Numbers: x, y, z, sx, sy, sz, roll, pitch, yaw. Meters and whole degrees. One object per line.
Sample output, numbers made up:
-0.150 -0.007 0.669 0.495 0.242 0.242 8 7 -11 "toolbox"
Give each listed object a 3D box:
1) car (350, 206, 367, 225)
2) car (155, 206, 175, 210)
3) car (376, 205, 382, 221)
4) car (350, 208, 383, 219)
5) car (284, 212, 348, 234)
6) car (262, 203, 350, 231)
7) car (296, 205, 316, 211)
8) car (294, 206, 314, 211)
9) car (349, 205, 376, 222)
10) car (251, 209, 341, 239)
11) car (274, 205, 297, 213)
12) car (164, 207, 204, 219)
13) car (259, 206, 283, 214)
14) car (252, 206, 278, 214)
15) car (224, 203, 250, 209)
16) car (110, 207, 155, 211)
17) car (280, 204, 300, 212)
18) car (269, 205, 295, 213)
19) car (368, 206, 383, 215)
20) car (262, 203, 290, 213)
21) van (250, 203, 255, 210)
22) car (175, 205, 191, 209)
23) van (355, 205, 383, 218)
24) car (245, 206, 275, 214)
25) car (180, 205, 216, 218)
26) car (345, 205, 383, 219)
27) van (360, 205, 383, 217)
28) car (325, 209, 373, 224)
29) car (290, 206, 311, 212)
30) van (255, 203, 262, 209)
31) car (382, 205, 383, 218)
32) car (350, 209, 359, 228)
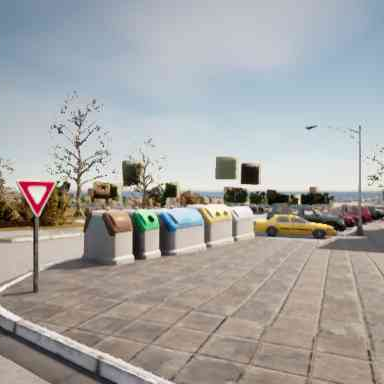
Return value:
15.203 2.594 34.758 4.553 1.767 2.185 1 -1 15 "car"
-4.915 2.451 37.581 4.892 1.521 2.231 0 -2 15 "car"
20.350 2.741 42.154 5.566 2.045 2.435 1 -1 15 "car"
28.929 3.449 54.491 5.008 1.535 2.097 1 -1 15 "car"
10.049 2.483 27.326 4.674 1.452 2.002 1 -1 15 "car"
8.358 2.093 24.860 5.566 2.045 2.435 1 -1 15 "car"
30.937 4.391 90.151 5.008 1.535 2.097 0 -2 13 "car"
29.371 4.330 87.657 4.792 1.488 2.163 0 -2 13 "car"
16.924 2.559 37.215 5.566 2.045 2.435 1 -1 15 "car"
6.772 2.238 22.332 5.366 1.575 1.946 2 -2 15 "car"
21.164 3.848 75.305 4.892 1.521 2.231 0 -2 14 "car"
-1.025 2.686 43.153 4.792 1.488 2.163 0 -2 15 "car"
16.144 3.605 67.956 4.792 1.488 2.163 0 -2 15 "car"
14.394 3.514 65.516 4.792 1.488 2.163 0 -2 15 "car"
5.935 2.780 53.291 5.566 2.045 2.435 0 -2 15 "car"
-6.859 2.346 34.800 4.892 1.521 2.231 0 -2 15 "car"
22.852 3.813 77.761 4.553 1.767 2.185 0 -2 14 "car"
19.667 3.754 72.815 5.366 1.575 1.946 0 -2 14 "car"
40.810 3.959 71.918 4.553 1.767 2.185 1 -1 13 "car"
17.778 3.415 70.419 5.566 2.045 2.435 0 -2 15 "car"
7.771 2.896 55.704 4.442 1.987 1.878 0 -2 15 "van"
-3.167 2.550 40.412 5.366 1.575 1.946 0 -2 15 "car"
30.531 3.311 56.993 4.442 1.987 1.878 1 -1 15 "van"
12.913 3.391 63.021 5.366 1.575 1.946 0 -2 15 "car"
0.851 2.634 45.956 4.553 1.767 2.185 0 -2 15 "car"
27.250 3.107 52.025 5.566 2.045 2.435 1 -1 15 "car"
33.952 3.493 61.950 4.442 1.987 1.878 1 -1 14 "van"
18.630 2.931 39.682 4.792 1.488 2.163 1 -1 15 "car"
27.697 4.240 85.176 4.792 1.488 2.163 0 -2 13 "car"
9.462 2.987 58.153 4.442 1.987 1.878 0 -2 15 "van"
23.830 2.925 47.089 5.566 2.045 2.435 1 -1 15 "car"
11.785 2.538 29.803 5.008 1.535 2.097 1 -1 15 "car"
